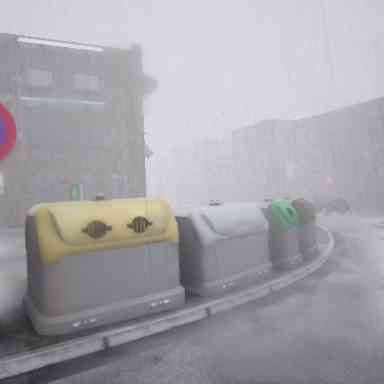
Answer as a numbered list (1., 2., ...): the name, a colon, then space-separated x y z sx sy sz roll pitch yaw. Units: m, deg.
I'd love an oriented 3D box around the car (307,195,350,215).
1. car: 10.584 1.043 27.214 1.837 1.490 4.892 -2 -1 -18
